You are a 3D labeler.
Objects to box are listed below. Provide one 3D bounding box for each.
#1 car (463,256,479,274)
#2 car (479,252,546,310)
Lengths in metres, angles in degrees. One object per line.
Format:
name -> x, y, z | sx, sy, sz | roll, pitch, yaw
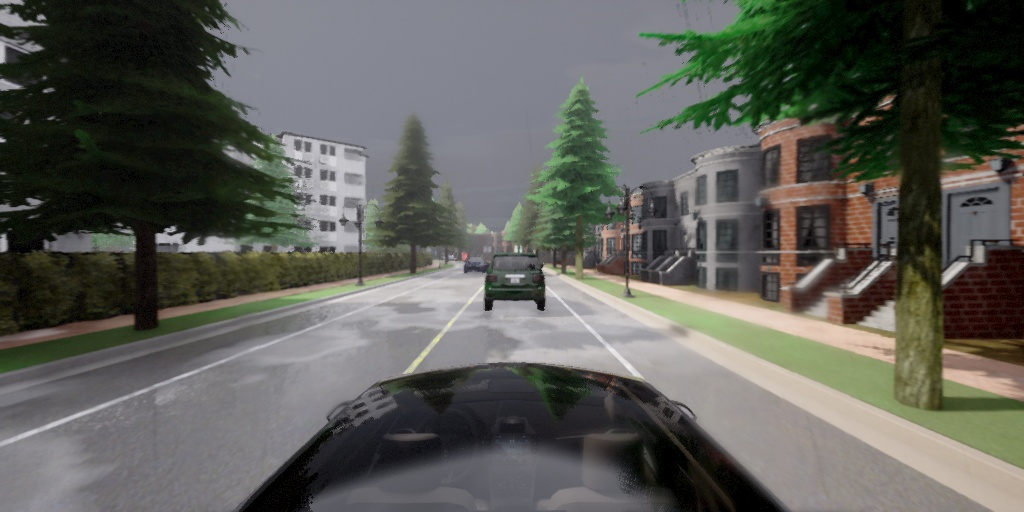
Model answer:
car -> -3.594, 0.823, 35.807 | 2.097, 1.767, 4.553 | 0, 0, 0
car -> 0.102, 0.869, 14.256 | 2.150, 2.045, 5.566 | 0, 0, 0
